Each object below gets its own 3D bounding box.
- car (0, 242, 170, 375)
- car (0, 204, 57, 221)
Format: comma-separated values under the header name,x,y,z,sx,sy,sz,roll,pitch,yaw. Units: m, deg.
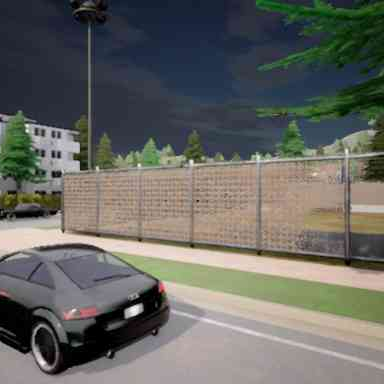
name,x,y,z,sx,sy,sz,roll,pitch,yaw
car,-2.409,1.577,5.673,4.181,1.385,1.994,0,0,36
car,-13.850,1.655,27.703,1.895,1.301,4.718,0,0,35
